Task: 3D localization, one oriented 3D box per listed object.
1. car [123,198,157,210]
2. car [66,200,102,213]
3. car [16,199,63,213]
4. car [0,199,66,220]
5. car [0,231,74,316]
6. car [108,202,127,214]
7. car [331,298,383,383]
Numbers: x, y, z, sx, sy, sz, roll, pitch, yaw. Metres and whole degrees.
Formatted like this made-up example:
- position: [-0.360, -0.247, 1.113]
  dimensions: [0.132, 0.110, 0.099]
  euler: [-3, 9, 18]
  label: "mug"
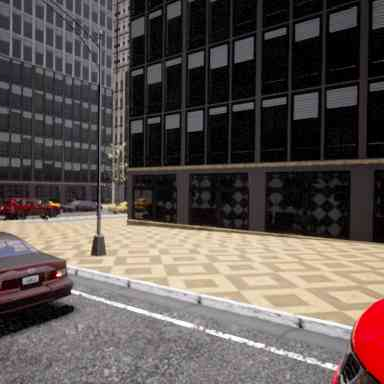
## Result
- position: [-7.600, 1.747, 48.650]
  dimensions: [1.882, 1.535, 5.008]
  euler: [1, 0, 36]
  label: "car"
- position: [-13.556, 1.730, 40.648]
  dimensions: [2.033, 1.411, 5.357]
  euler: [1, 0, 37]
  label: "car"
- position: [-17.875, 1.632, 39.185]
  dimensions: [1.752, 1.417, 4.829]
  euler: [1, 0, 37]
  label: "car"
- position: [-14.401, 1.511, 29.801]
  dimensions: [2.192, 1.841, 5.009]
  euler: [1, 0, 37]
  label: "car"
- position: [-4.797, 1.542, 7.122]
  dimensions: [5.357, 1.411, 2.033]
  euler: [0, 0, 35]
  label: "car"
- position: [-7.580, 1.822, 38.995]
  dimensions: [1.752, 1.417, 4.829]
  euler: [1, 0, 37]
  label: "car"
- position: [3.474, 1.223, 1.196]
  dimensions: [5.566, 2.045, 2.150]
  euler: [0, 0, 36]
  label: "car"
